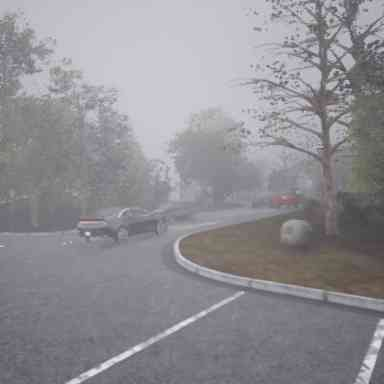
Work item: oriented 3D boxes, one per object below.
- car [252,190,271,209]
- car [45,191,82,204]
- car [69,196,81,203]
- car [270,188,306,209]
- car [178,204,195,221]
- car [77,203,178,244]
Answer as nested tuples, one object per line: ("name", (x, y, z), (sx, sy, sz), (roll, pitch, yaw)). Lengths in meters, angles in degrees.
("car", (8.536, 0.781, 38.343), (2.150, 2.045, 5.566), (-2, 0, 23))
("car", (-21.793, 0.866, 56.638), (2.150, 2.045, 5.566), (-4, -1, 35))
("car", (-18.850, 1.159, 55.386), (2.128, 1.511, 4.902), (-4, -1, 37))
("car", (10.586, 0.648, 35.529), (2.150, 2.045, 5.566), (-3, -1, 31))
("car", (-1.584, 1.511, 23.637), (1.994, 1.385, 4.181), (-4, -1, 34))
("car", (-2.981, 1.408, 15.259), (2.128, 1.511, 4.902), (-3, -1, 28))
